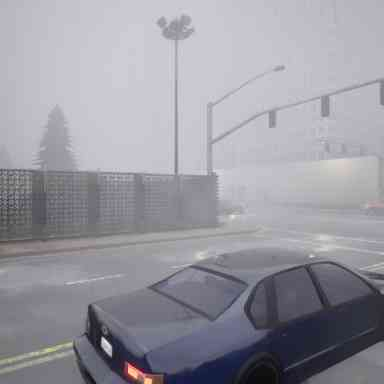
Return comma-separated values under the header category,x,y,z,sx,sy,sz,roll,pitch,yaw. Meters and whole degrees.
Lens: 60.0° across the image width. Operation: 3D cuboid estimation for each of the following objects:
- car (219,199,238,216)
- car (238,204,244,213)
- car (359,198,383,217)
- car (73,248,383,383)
category,x,y,z,sx,sy,sz,roll,pitch,yaw
car,1.701,1.297,30.997,2.097,1.767,4.553,0,0,-35
car,3.355,1.470,34.713,1.812,1.442,4.674,0,0,-35
car,17.511,1.313,29.658,4.553,1.767,2.097,0,0,16
car,1.228,1.547,4.674,5.357,1.411,2.033,0,0,-35
